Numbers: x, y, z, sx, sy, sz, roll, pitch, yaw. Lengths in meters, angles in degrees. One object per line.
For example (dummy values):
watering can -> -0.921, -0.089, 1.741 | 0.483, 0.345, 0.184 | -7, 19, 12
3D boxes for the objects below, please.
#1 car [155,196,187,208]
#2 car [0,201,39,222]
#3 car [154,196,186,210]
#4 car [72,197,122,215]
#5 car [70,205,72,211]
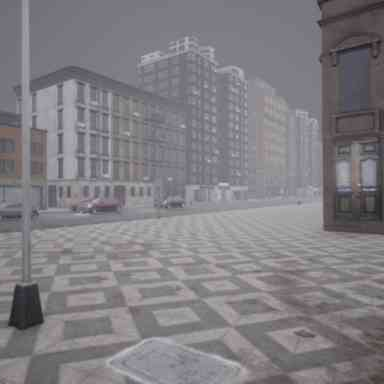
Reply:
car -> -2.895, 1.425, 48.078 | 1.882, 1.535, 5.008 | -1, 0, 35
car -> -14.391, 1.537, 26.298 | 1.994, 1.385, 4.181 | -1, 0, 35
car -> -2.839, 1.284, 42.564 | 2.097, 1.767, 4.553 | -1, 0, 35
car -> -9.261, 1.307, 33.531 | 2.097, 1.767, 4.553 | -1, 0, 35
car -> -10.985, 1.454, 36.713 | 1.882, 1.535, 5.008 | -1, 0, 35
